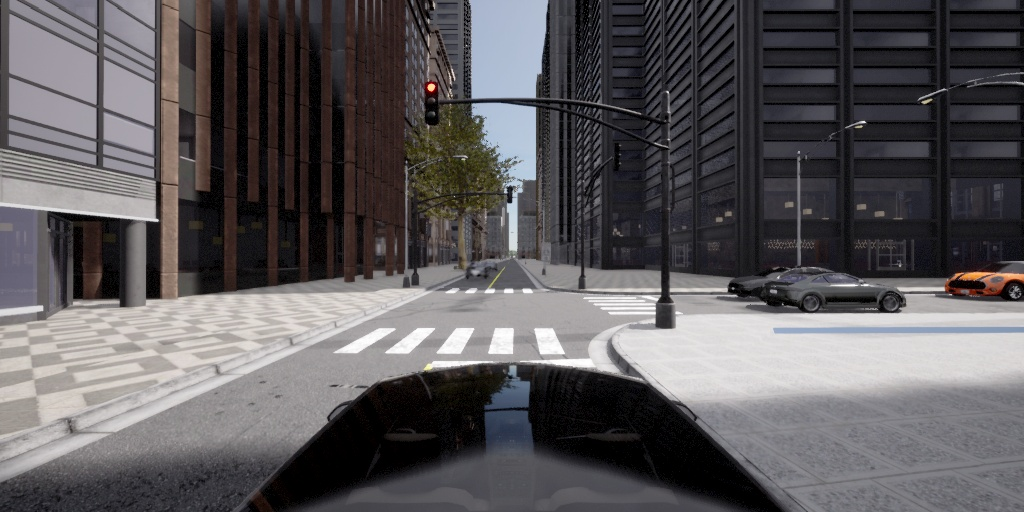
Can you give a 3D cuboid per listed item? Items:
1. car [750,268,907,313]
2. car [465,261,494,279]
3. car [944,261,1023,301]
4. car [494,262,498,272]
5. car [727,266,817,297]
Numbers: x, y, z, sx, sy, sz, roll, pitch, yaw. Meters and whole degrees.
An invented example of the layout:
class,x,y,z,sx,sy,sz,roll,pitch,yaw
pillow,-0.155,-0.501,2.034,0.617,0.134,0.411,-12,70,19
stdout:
class,x,y,z,sx,sy,sz,roll,pitch,yaw
car,11.556,1.257,13.090,4.181,1.385,1.994,0,0,0
car,-3.013,1.247,31.990,2.128,1.511,4.902,0,0,0
car,22.696,1.017,16.186,4.553,1.767,2.097,0,0,0
car,-2.960,1.341,47.726,1.994,1.385,4.181,0,0,0
car,12.413,1.207,16.191,4.892,1.490,1.837,0,0,0
